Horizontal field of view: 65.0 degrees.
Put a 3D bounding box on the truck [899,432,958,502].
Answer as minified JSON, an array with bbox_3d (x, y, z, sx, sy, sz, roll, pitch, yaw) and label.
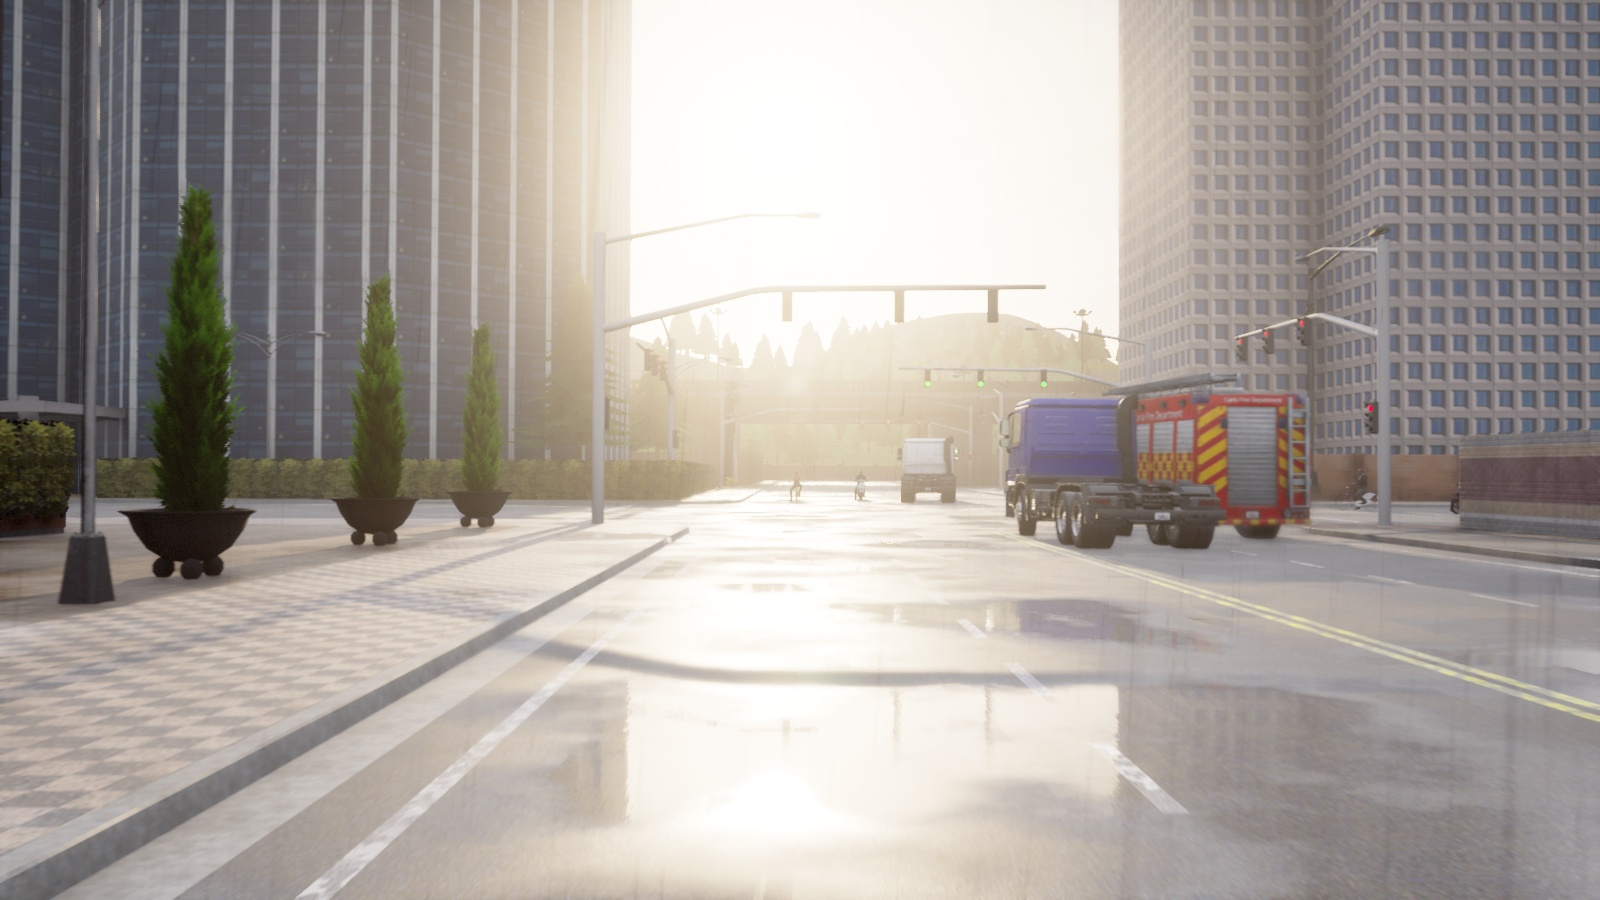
[{"bbox_3d":[6.769,0.918,66.431,2.891,3.462,7.936,0,-1,6],"label":"truck"}]

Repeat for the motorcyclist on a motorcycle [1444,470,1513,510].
[{"bbox_3d":[26.371,1.562,48.850,2.191,1.530,0.866,0,-1,0],"label":"motorcyclist on a motorcycle"}]

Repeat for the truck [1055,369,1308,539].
[{"bbox_3d":[9.512,0.158,32.641,2.891,3.827,8.468,0,-1,-9],"label":"truck"}]

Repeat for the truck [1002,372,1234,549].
[{"bbox_3d":[6.886,0.284,28.646,2.891,3.462,7.936,0,-1,-3],"label":"truck"}]

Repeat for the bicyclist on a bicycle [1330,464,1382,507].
[{"bbox_3d":[23.176,1.469,52.364,1.843,1.776,0.659,0,-1,0],"label":"bicyclist on a bicycle"}]
